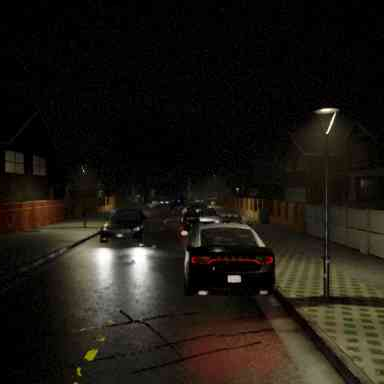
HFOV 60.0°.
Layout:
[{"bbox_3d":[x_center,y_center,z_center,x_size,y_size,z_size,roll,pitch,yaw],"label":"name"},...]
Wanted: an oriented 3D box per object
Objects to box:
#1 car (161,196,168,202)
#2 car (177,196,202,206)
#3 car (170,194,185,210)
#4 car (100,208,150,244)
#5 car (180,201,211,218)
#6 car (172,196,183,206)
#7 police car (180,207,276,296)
[{"bbox_3d":[-6.818,1.719,82.670,2.033,1.411,5.357,0,0,-3],"label":"car"},{"bbox_3d":[0.177,1.380,24.744,2.097,1.767,4.553,0,0,-3],"label":"car"},{"bbox_3d":[-1.832,1.311,45.785,2.150,2.045,5.566,0,0,-3],"label":"car"},{"bbox_3d":[-3.070,1.538,16.060,1.812,1.442,4.674,0,0,-2],"label":"car"},{"bbox_3d":[0.454,1.493,18.750,1.882,1.535,5.008,0,0,-2],"label":"car"},{"bbox_3d":[-2.668,1.602,60.082,1.882,1.535,5.008,0,0,-3],"label":"car"},{"bbox_3d":[0.745,1.427,8.816,1.930,1.638,5.238,0,0,-1],"label":"police car"}]
